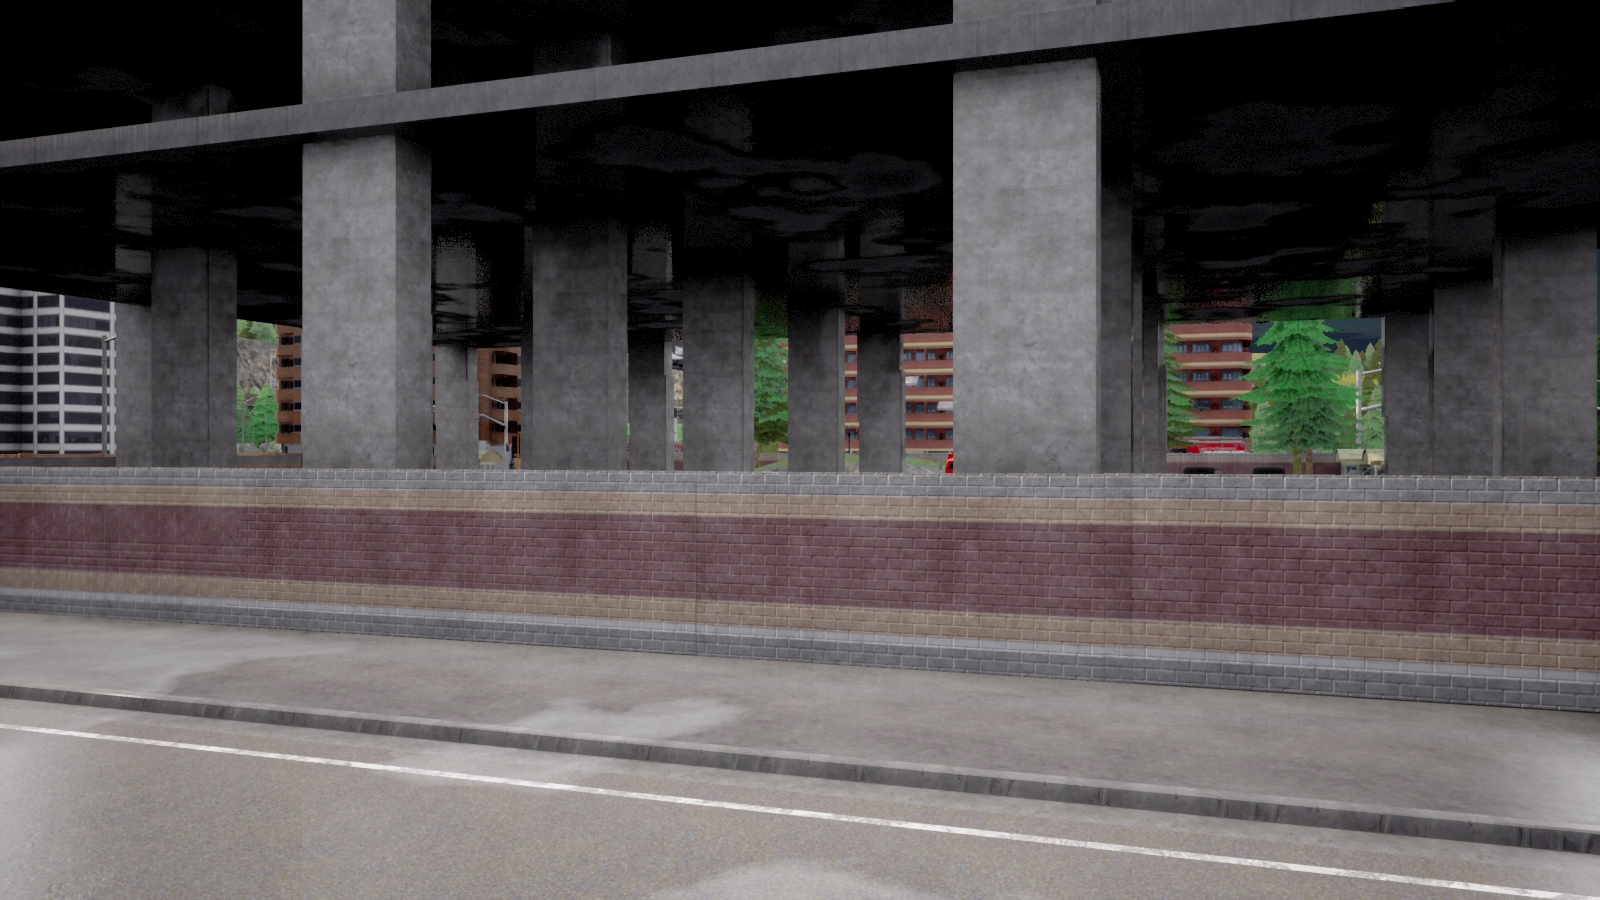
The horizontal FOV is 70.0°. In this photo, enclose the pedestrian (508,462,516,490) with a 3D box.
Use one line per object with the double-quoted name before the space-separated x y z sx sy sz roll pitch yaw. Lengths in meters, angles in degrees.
"pedestrian" -19.088 1.696 75.665 0.375 1.860 0.375 0 0 26
